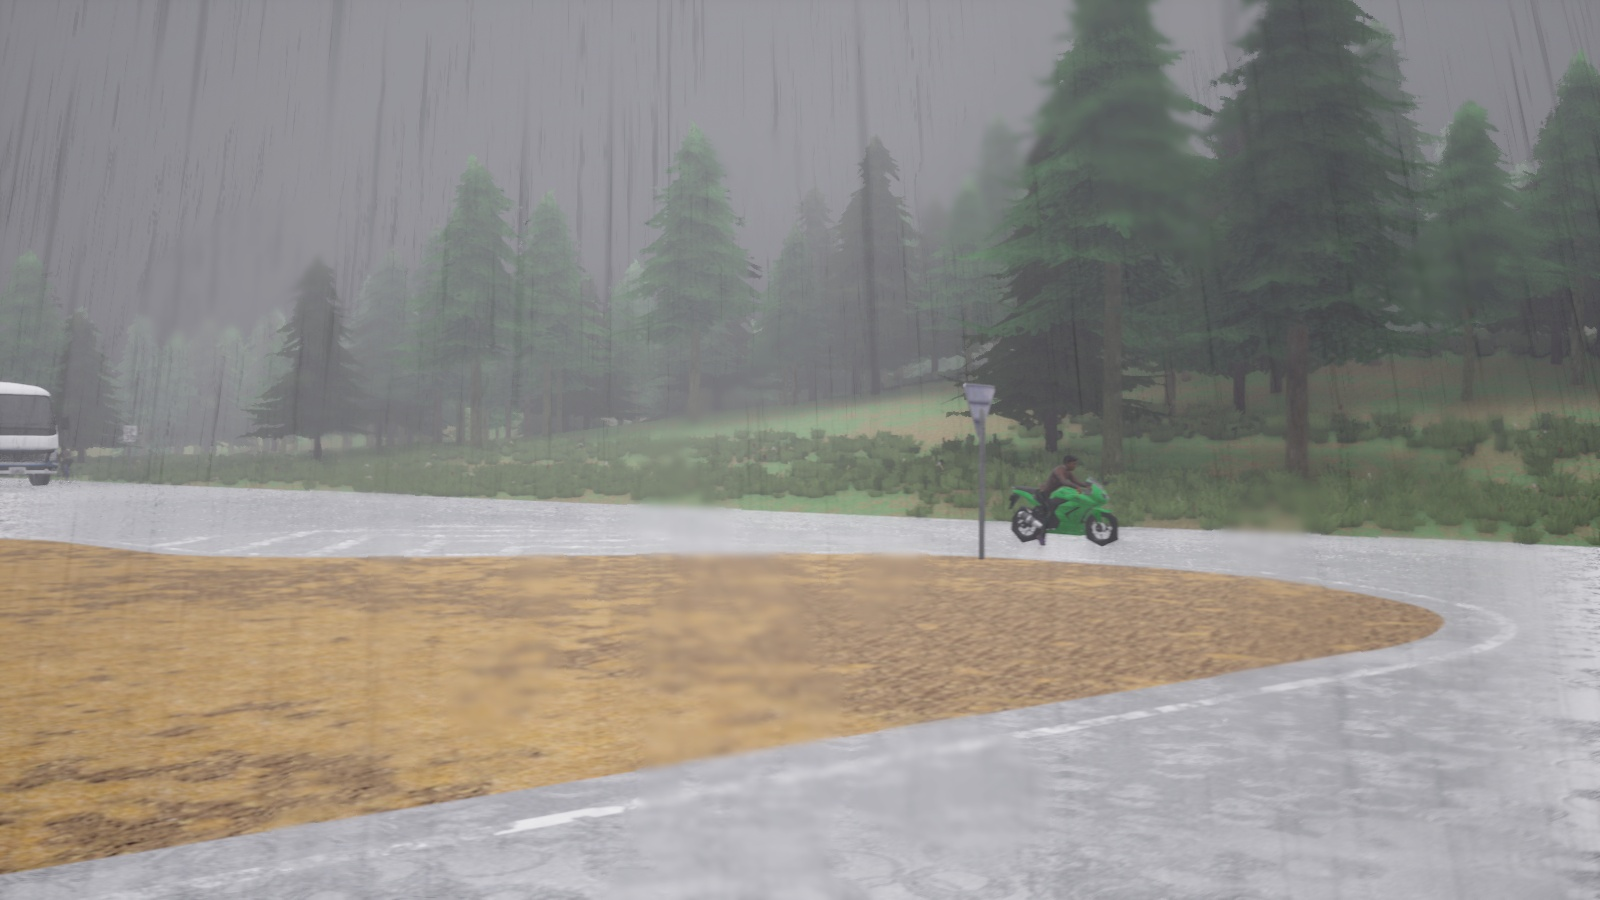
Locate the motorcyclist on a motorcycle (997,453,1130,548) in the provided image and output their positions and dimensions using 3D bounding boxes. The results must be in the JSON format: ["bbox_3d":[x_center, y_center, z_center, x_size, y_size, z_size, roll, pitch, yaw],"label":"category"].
[{"bbox_3d":[4.414,0.819,21.118,2.044,1.523,0.797,0,0,39],"label":"motorcyclist on a motorcycle"}]

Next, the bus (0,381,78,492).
[{"bbox_3d":[-34.330,-0.514,52.307,10.273,4.253,3.944,0,0,39],"label":"bus"}]
